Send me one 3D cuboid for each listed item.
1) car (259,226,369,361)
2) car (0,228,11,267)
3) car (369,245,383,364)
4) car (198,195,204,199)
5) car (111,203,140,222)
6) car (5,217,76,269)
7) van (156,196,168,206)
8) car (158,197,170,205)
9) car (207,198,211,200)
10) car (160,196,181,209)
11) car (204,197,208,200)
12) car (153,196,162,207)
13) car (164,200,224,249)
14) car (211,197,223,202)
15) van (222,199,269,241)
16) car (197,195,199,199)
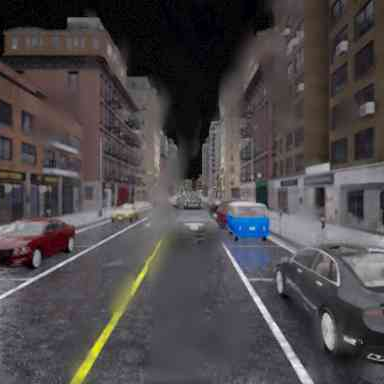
[{"bbox_3d":[2.699,1.574,5.879,2.008,1.369,4.403,0,0,0],"label":"car"},{"bbox_3d":[-5.406,1.588,5.878,1.947,1.339,4.313,0,0,0],"label":"car"},{"bbox_3d":[2.704,1.318,0.474,2.192,1.841,5.009,0,0,0],"label":"car"},{"bbox_3d":[2.646,1.767,65.517,1.752,1.417,4.829,0,0,0],"label":"car"},{"bbox_3d":[-5.399,1.627,27.334,1.752,1.417,4.829,0,0,0],"label":"car"},{"bbox_3d":[-5.404,1.587,11.284,1.887,1.381,4.507,0,0,0],"label":"car"},{"bbox_3d":[-5.390,1.562,59.941,1.690,1.788,3.998,0,0,0],"label":"van"},{"bbox_3d":[-5.388,1.792,65.347,2.008,1.369,4.403,0,0,0],"label":"car"},{"bbox_3d":[3.016,1.613,36.717,1.882,1.535,5.008,0,0,0],"label":"car"},{"bbox_3d":[-2.836,1.646,45.713,1.882,1.535,5.008,0,0,0],"label":"car"},{"bbox_3d":[2.989,1.514,43.688,2.097,1.767,4.553,0,0,0],"label":"car"},{"bbox_3d":[-5.391,1.783,54.534,1.802,1.307,4.206,0,0,0],"label":"car"},{"bbox_3d":[0.085,1.409,15.022,2.097,1.767,4.553,0,0,0],"label":"car"},{"bbox_3d":[2.685,1.398,22.099,2.192,1.841,5.009,0,0,0],"label":"car"},{"bbox_3d":[2.689,1.404,16.692,1.690,1.788,3.998,0,0,0],"label":"van"},{"bbox_3d":[2.641,1.812,70.753,2.008,1.369,4.403,0,0,0],"label":"car"}]
